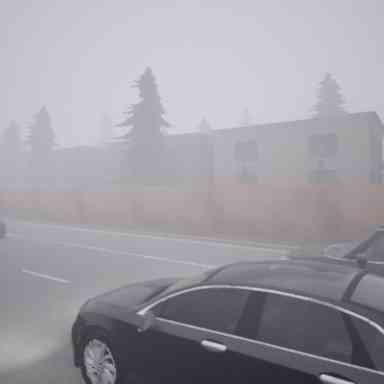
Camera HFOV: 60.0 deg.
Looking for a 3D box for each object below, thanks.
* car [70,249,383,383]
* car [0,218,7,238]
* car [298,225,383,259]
[{"bbox_3d":[0.719,1.500,3.478,4.892,1.490,1.837,0,0,35],"label":"car"},{"bbox_3d":[-10.673,1.499,15.893,4.181,1.385,1.994,0,0,35],"label":"car"},{"bbox_3d":[3.567,1.351,5.746,4.553,1.767,2.097,0,0,35],"label":"car"}]
